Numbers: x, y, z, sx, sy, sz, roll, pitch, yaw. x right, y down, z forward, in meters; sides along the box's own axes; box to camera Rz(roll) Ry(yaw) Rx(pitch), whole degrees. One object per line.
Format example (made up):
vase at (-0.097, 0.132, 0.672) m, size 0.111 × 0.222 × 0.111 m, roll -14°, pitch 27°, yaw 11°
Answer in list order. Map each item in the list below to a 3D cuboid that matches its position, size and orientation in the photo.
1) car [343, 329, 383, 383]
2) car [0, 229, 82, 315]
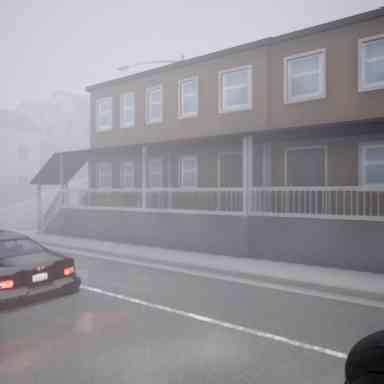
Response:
car at (3.417, 1.478, 1.551) m, size 5.008 × 1.535 × 1.882 m, roll 0°, pitch 0°, yaw 35°
car at (-4.709, 1.547, 7.320) m, size 5.357 × 1.411 × 2.033 m, roll 0°, pitch 0°, yaw 36°
